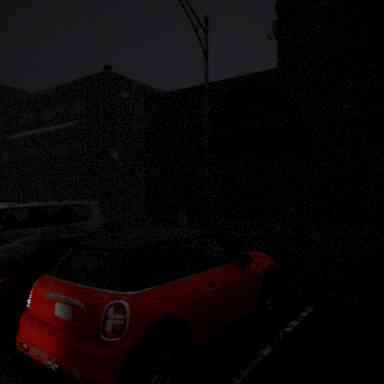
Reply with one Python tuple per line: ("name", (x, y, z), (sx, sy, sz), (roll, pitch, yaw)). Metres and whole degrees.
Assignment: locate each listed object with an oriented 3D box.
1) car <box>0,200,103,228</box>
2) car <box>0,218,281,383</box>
("car", (-4.737, 1.259, 8.696), (2.435, 2.045, 5.566), (-1, 0, 35))
("car", (-0.216, 1.360, 5.470), (2.185, 1.767, 4.553), (0, 0, 35))
